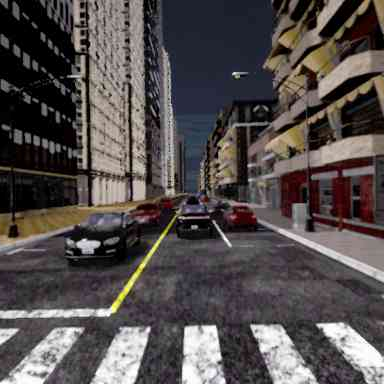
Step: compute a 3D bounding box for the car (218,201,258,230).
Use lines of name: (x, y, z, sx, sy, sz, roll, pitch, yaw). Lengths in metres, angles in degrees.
car: (2.764, 1.444, 19.592, 1.802, 1.307, 4.206, -1, 0, 0)

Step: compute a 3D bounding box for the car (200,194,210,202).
car: (2.822, 1.199, 72.049, 1.967, 1.590, 4.097, -1, 0, 0)

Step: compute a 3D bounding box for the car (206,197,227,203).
car: (2.740, 1.385, 32.510, 2.008, 1.369, 4.403, -1, 0, 0)

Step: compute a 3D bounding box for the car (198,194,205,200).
car: (2.529, 1.215, 89.706, 1.882, 1.535, 5.008, -1, 0, 0)

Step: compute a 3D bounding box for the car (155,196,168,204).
car: (-5.578, 1.493, 60.770, 2.008, 1.369, 4.403, -1, 0, 0)

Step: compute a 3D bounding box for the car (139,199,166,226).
car: (-3.064, 1.494, 22.890, 1.812, 1.442, 4.674, -1, 0, 0)

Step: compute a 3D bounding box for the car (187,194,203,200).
car: (0.087, 1.370, 43.502, 1.837, 1.490, 4.892, -1, 1, 0)

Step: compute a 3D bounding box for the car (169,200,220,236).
car: (0.118, 1.408, 18.000, 2.128, 1.511, 4.902, -1, 0, 0)

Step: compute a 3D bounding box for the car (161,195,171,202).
car: (-5.555, 1.468, 72.068, 1.887, 1.381, 4.507, -1, 0, 0)

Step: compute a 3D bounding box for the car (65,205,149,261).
car: (-3.092, 1.484, 12.323, 2.128, 1.511, 4.902, -1, 0, 0)

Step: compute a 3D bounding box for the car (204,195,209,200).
car: (2.753, 1.373, 38.158, 2.008, 1.369, 4.403, -1, 0, 0)

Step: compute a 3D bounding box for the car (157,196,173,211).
car: (-3.016, 1.415, 37.109, 1.882, 1.535, 5.008, -1, 0, 0)

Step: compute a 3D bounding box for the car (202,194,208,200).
car: (2.813, 1.350, 66.401, 1.802, 1.307, 4.206, -1, 0, 0)
